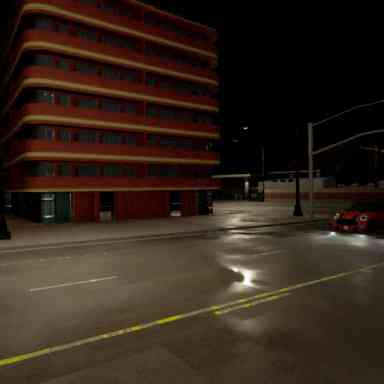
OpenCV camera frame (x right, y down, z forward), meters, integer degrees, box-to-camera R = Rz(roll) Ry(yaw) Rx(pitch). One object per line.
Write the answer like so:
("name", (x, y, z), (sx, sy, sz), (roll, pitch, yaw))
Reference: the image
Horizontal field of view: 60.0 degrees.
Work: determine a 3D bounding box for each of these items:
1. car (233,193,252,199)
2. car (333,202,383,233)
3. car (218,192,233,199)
("car", (12.934, 1.065, 81.978), (3.806, 1.475, 1.970), (-1, 1, -35))
("car", (10.439, 1.407, 19.899), (4.553, 1.767, 2.097), (0, 0, -35))
("car", (8.963, 0.933, 86.201), (4.611, 1.667, 2.242), (-1, 1, -35))
